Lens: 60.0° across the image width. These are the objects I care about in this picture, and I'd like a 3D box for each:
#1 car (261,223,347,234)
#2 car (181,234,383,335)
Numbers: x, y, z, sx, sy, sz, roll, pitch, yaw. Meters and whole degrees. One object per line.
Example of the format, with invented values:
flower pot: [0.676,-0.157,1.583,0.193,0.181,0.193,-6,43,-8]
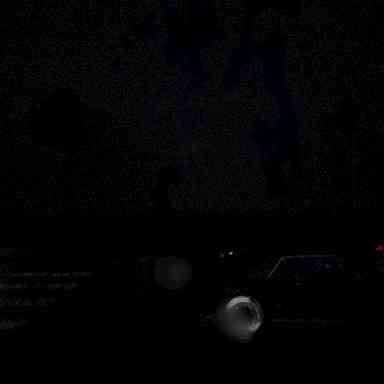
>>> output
car: [2.810,1.553,9.007,4.181,1.385,1.994,-1,0,2]
car: [2.199,1.598,6.074,4.718,1.301,1.895,0,0,2]
